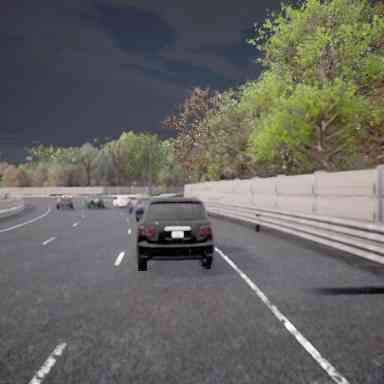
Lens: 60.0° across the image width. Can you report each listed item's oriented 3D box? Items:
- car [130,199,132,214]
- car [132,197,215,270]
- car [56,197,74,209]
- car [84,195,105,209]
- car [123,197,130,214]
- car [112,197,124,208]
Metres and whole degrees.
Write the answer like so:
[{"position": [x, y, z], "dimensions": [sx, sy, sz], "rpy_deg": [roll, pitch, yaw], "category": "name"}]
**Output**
[{"position": [-3.423, 1.232, 25.848], "dimensions": [2.097, 1.767, 4.553], "rpy_deg": [0, 0, -13], "category": "car"}, {"position": [-0.686, 1.168, 11.145], "dimensions": [2.150, 2.045, 5.566], "rpy_deg": [0, 0, -7], "category": "car"}, {"position": [-15.894, 1.328, 41.522], "dimensions": [2.128, 1.511, 4.902], "rpy_deg": [0, 0, -23], "category": "car"}, {"position": [-12.563, 1.173, 42.635], "dimensions": [2.097, 1.767, 4.553], "rpy_deg": [0, 0, -23], "category": "car"}, {"position": [-5.619, 1.373, 33.697], "dimensions": [1.812, 1.442, 4.674], "rpy_deg": [0, 0, -16], "category": "car"}, {"position": [-9.080, 1.334, 43.406], "dimensions": [1.812, 1.442, 4.674], "rpy_deg": [0, 0, -23], "category": "car"}]
